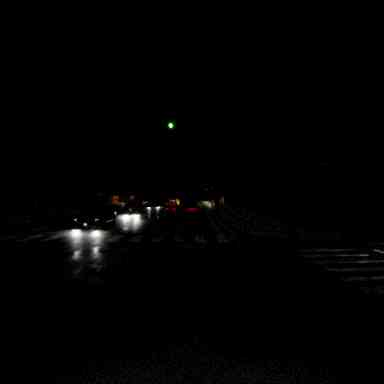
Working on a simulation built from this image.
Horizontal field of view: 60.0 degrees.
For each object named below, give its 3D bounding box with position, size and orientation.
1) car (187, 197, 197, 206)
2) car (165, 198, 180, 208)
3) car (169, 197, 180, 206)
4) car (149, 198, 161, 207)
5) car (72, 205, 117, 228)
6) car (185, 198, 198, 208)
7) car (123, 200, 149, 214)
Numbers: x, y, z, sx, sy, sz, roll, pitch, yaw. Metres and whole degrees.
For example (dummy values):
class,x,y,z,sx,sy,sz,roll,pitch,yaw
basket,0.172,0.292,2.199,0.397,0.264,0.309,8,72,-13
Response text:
class,x,y,z,sx,sy,sz,roll,pitch,yaw
car,-0.065,1.842,63.881,1.882,1.535,5.008,0,0,0
car,-3.300,1.876,53.902,1.895,1.301,4.718,0,0,0
car,-3.315,1.823,63.876,1.882,1.535,5.008,0,0,0
car,-6.559,1.817,58.804,1.837,1.490,4.892,0,-1,0
car,-6.602,1.640,23.217,2.033,1.411,5.357,0,0,0
car,-0.049,1.796,53.460,1.837,1.490,4.892,0,0,0
car,-6.622,1.658,38.241,2.128,1.511,4.902,0,0,0
